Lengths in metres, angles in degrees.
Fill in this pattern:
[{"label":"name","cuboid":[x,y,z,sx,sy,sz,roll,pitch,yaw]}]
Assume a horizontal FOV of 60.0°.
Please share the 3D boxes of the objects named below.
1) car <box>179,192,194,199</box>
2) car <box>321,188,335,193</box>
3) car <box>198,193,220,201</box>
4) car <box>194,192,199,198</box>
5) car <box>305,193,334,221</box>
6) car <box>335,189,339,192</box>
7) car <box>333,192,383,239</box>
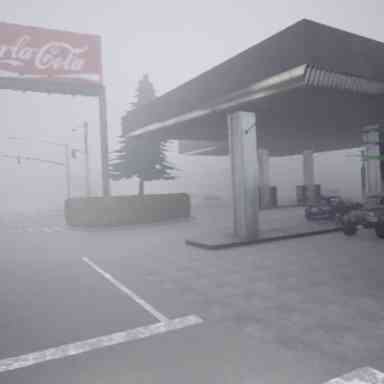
[{"label":"car","cuboid":[-2.041,0.963,83.483,1.905,1.878,3.866,-3,0,-29]},{"label":"car","cuboid":[26.577,0.040,69.934,2.152,1.636,5.027,-3,0,-29]},{"label":"car","cuboid":[3.773,0.998,65.997,2.007,1.523,4.514,-3,0,-29]},{"label":"car","cuboid":[0.291,0.877,85.262,1.932,1.855,4.605,-3,0,-29]},{"label":"car","cuboid":[9.677,1.086,22.128,4.611,1.667,2.242,-3,0,-29]},{"label":"car","cuboid":[29.287,-0.072,71.512,2.007,1.523,4.514,-3,0,-29]},{"label":"car","cuboid":[8.653,0.988,15.068,3.866,1.878,1.905,-3,0,-29]}]
